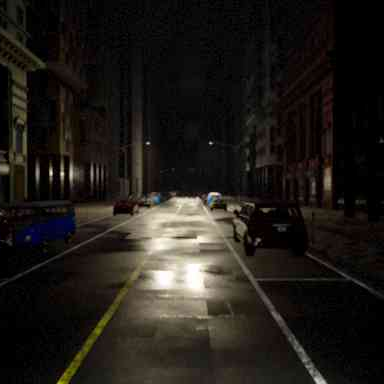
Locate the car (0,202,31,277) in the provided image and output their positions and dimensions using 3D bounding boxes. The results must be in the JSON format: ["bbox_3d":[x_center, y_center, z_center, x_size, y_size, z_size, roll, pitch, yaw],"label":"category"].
[{"bbox_3d":[-5.764,1.259,6.962,2.192,1.841,5.009,0,0,0],"label":"car"}]

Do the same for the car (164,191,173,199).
[{"bbox_3d":[-5.760,0.806,68.964,2.192,1.841,5.009,0,0,0],"label":"car"}]

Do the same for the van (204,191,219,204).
[{"bbox_3d":[2.763,1.033,40.793,1.690,1.788,3.998,0,0,0],"label":"van"}]

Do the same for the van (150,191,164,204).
[{"bbox_3d":[-5.761,0.953,52.054,1.690,1.788,3.998,0,0,0],"label":"van"}]

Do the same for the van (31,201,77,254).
[{"bbox_3d":[-5.764,1.242,12.598,1.690,1.788,3.998,0,0,0],"label":"van"}]

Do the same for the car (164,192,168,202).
[{"bbox_3d":[-5.760,1.137,57.693,1.947,1.339,4.313,0,0,0],"label":"car"}]

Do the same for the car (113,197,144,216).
[{"bbox_3d":[-5.762,1.318,29.510,1.887,1.381,4.507,0,0,0],"label":"car"}]

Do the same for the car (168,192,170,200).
[{"bbox_3d":[-5.759,1.097,63.329,1.947,1.339,4.313,0,0,0],"label":"car"}]

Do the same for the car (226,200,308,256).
[{"bbox_3d":[2.761,1.215,12.612,2.192,1.841,5.009,0,0,0],"label":"car"}]

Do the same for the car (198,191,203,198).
[{"bbox_3d":[2.766,1.082,63.339,2.008,1.369,4.403,0,0,0],"label":"car"}]

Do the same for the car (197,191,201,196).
[{"bbox_3d":[2.766,0.891,74.610,1.967,1.590,4.097,0,0,0],"label":"car"}]

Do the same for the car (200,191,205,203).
[{"bbox_3d":[2.764,1.051,52.066,1.967,1.590,4.097,0,0,0],"label":"car"}]

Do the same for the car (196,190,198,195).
[{"bbox_3d":[2.767,0.686,85.883,2.192,1.841,5.009,0,0,0],"label":"car"}]

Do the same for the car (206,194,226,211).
[{"bbox_3d":[2.763,1.256,35.328,1.752,1.417,4.829,0,0,0],"label":"car"}]

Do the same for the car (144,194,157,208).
[{"bbox_3d":[-5.761,1.258,40.783,1.947,1.339,4.313,0,0,0],"label":"car"}]
